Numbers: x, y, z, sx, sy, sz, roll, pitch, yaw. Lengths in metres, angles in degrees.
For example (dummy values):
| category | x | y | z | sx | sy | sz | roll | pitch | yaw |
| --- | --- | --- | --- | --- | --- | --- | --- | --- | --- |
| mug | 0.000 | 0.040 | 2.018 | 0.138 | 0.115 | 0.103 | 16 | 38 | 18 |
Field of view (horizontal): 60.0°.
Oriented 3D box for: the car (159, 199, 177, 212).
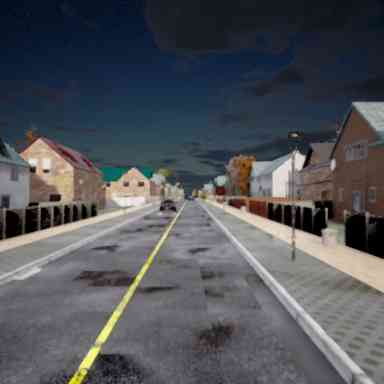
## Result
| category | x | y | z | sx | sy | sz | roll | pitch | yaw |
| --- | --- | --- | --- | --- | --- | --- | --- | --- | --- |
| car | -2.850 | 1.585 | 40.085 | 1.882 | 1.535 | 5.008 | 0 | -1 | 0 |
